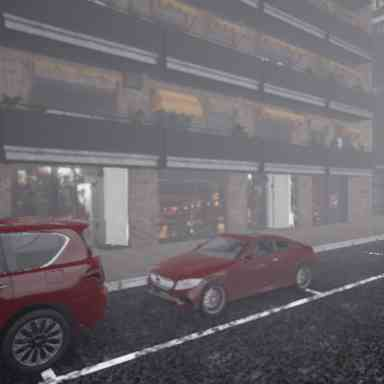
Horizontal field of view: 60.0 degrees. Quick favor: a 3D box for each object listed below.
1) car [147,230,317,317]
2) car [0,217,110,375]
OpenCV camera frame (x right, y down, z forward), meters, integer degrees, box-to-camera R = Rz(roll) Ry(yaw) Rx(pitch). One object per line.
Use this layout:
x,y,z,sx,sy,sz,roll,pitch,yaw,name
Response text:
1.063,1.541,7.326,4.206,1.307,1.802,-1,1,-36,car
-3.522,1.321,4.044,5.009,1.841,2.192,-1,1,-36,car
